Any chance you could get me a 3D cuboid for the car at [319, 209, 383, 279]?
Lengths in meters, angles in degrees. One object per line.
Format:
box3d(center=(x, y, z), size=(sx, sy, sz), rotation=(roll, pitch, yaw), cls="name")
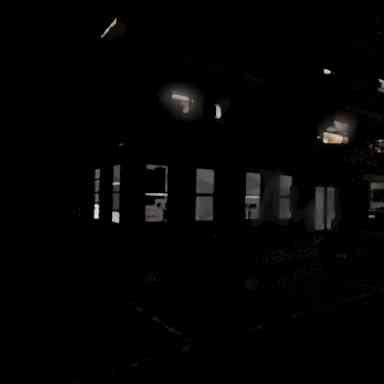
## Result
box3d(center=(6.258, 1.494, 10.643), size=(5.009, 1.841, 2.192), rotation=(1, 0, -34), cls="car")
